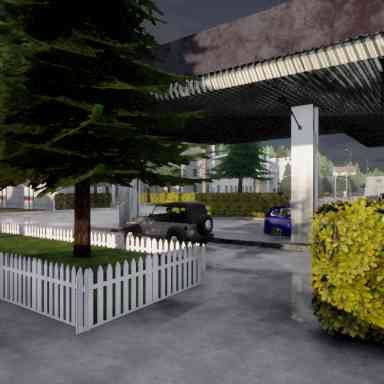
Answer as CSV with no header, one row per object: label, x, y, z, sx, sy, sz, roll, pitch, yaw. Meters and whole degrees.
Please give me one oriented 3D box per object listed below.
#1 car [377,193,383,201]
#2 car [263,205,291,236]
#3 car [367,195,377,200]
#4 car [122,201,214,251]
car,25.773,1.077,43.521,1.905,1.878,3.866,0,0,35
car,5.820,1.480,15.985,4.611,1.667,2.242,0,0,35
car,33.036,1.298,60.262,2.007,1.523,4.514,0,0,35
car,-0.981,1.313,13.836,3.866,1.878,1.905,0,0,35
